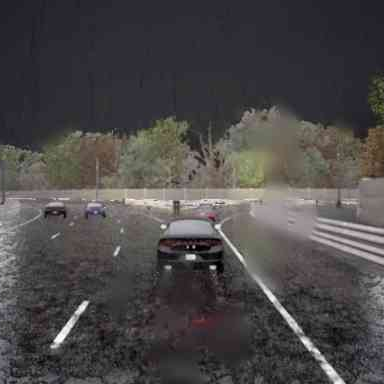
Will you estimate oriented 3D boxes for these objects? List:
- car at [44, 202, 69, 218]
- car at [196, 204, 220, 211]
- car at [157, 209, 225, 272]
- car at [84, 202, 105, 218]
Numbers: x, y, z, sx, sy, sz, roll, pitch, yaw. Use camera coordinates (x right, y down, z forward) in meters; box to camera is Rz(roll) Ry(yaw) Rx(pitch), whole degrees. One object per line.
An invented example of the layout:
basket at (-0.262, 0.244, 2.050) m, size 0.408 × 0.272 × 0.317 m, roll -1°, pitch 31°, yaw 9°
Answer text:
car at (-13.043, 1.662, 32.099) m, size 1.882 × 1.535 × 5.008 m, roll 0°, pitch 0°, yaw -19°
car at (1.293, 1.708, 28.225) m, size 1.994 × 1.385 × 4.181 m, roll 0°, pitch 0°, yaw 11°
car at (-0.041, 1.535, 11.020) m, size 1.882 × 1.535 × 5.008 m, roll 0°, pitch 0°, yaw 0°
car at (-9.640, 1.709, 32.953) m, size 1.812 × 1.442 × 4.674 m, roll 0°, pitch 0°, yaw -19°
